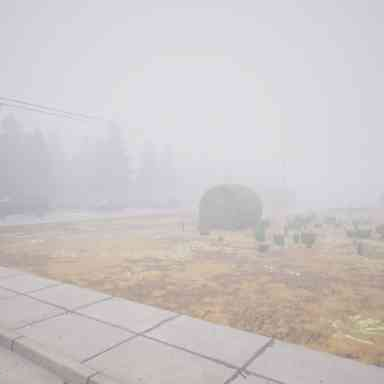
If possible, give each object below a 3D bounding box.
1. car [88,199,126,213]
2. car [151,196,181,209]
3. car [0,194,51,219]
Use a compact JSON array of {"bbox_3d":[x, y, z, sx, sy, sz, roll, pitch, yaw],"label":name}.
[{"bbox_3d":[-9.552,1.552,37.751,1.812,1.442,4.674,0,0,37],"label":"car"},{"bbox_3d":[-3.586,1.379,45.829,2.097,1.767,4.553,0,0,37],"label":"car"},{"bbox_3d":[-15.500,1.248,29.703,2.150,2.045,5.566,0,0,36],"label":"car"}]
